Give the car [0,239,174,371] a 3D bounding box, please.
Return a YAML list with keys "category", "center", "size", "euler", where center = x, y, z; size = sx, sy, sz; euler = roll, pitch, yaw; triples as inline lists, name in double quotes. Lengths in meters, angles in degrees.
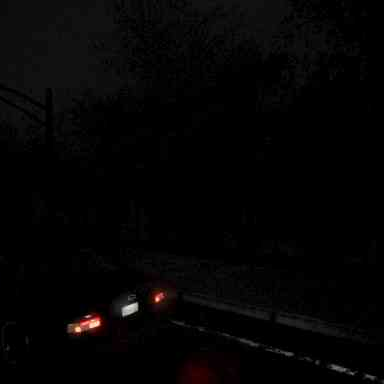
- category: "car"
  center: [-2.834, 1.547, 5.712]
  size: [5.357, 1.411, 2.033]
  euler: [0, 0, 36]
